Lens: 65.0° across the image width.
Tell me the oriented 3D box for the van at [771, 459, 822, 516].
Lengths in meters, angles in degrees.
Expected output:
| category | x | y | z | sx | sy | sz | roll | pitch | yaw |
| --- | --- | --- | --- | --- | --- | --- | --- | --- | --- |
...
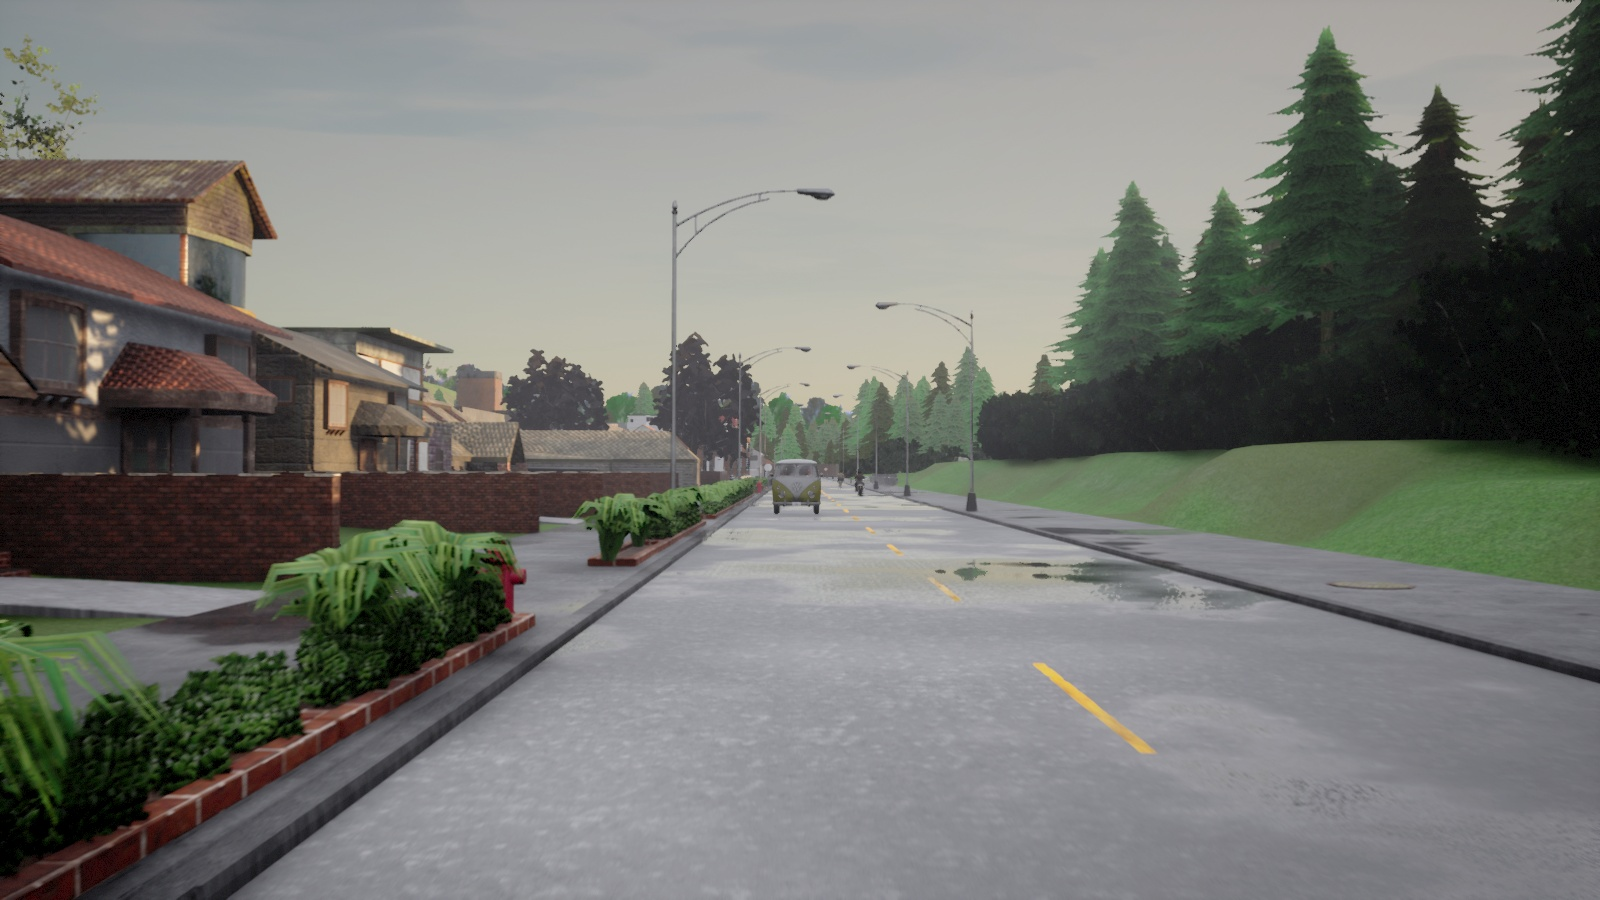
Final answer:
| category | x | y | z | sx | sy | sz | roll | pitch | yaw |
| --- | --- | --- | --- | --- | --- | --- | --- | --- | --- |
| van | -0.113 | 1.341 | 46.174 | 1.775 | 1.987 | 4.442 | 0 | -1 | 0 |
